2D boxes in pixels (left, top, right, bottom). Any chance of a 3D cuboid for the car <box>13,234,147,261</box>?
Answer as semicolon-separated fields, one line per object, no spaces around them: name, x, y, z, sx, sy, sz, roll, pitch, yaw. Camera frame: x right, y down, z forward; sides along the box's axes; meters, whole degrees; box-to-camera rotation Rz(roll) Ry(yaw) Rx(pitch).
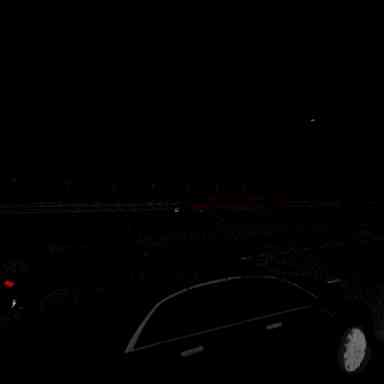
car;-1.666;1.587;6.858;4.181;1.385;1.994;1;0;-35

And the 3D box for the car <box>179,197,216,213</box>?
car;2.062;1.391;26.955;5.566;2.045;2.150;1;0;-35

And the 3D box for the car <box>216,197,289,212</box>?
car;4.803;1.400;24.612;5.566;2.045;2.150;1;0;-35

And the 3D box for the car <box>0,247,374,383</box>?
car;0.260;1.526;3.932;4.892;1.490;1.837;1;0;-35

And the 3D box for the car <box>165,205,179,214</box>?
car;-0.193;1.518;29.646;4.553;1.767;2.097;1;0;-35
